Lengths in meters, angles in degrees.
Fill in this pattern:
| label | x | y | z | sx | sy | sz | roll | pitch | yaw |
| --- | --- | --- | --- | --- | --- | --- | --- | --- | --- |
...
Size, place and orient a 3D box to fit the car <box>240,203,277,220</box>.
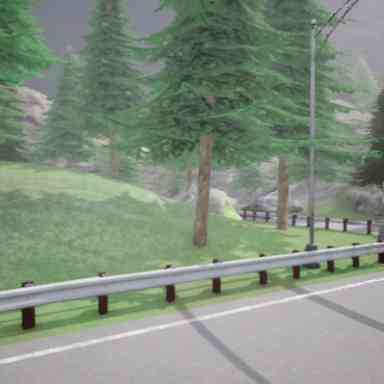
| label | x | y | z | sx | sy | sz | roll | pitch | yaw |
| --- | --- | --- | --- | --- | --- | --- | --- | --- | --- |
| car | 6.106 | 1.623 | 28.663 | 1.994 | 1.385 | 4.181 | 0 | 0 | -36 |
